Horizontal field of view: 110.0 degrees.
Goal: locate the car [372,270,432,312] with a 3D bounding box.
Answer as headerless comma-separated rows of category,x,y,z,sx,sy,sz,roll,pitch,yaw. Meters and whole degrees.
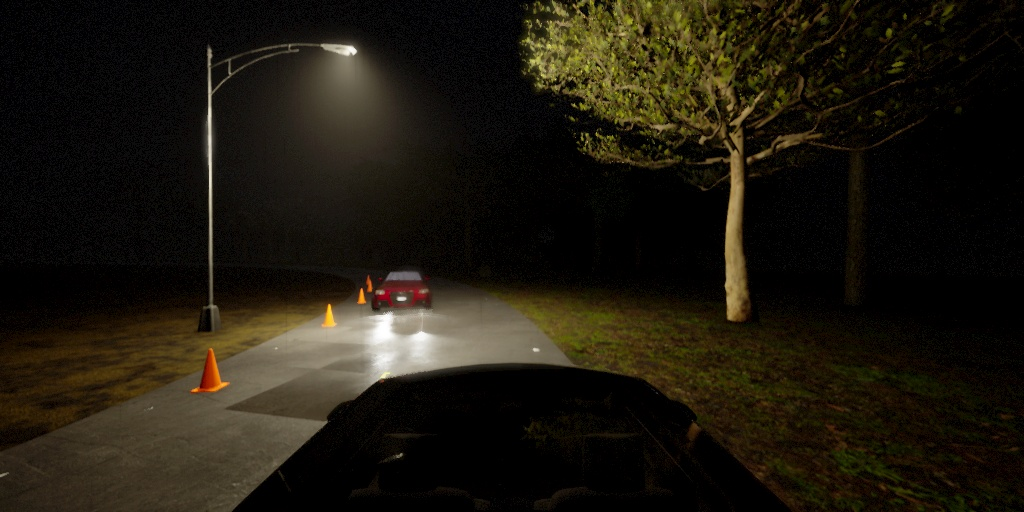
car,-4.194,1.248,14.012,1.994,1.385,4.181,0,0,-14

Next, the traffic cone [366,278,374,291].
traffic cone,-7.654,1.605,19.342,0.340,0.580,0.340,0,0,-20

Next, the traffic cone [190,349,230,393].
traffic cone,-4.527,1.693,5.385,0.340,0.580,0.340,0,0,-5

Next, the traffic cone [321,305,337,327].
traffic cone,-5.157,1.668,10.124,0.340,0.580,0.340,0,0,-10

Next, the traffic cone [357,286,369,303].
traffic cone,-6.201,1.636,14.788,0.340,0.580,0.340,0,0,-15
